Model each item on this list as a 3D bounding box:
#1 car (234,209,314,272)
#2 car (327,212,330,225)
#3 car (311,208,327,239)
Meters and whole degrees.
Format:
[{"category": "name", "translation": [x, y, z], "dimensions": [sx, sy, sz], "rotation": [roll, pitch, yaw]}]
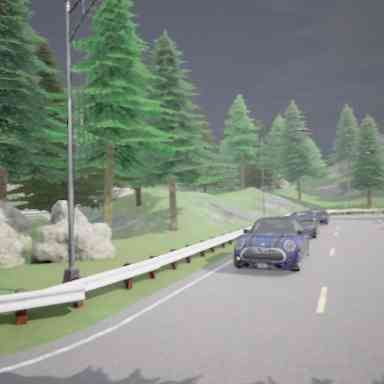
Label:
[{"category": "car", "translation": [3.092, 1.721, 12.344], "dimensions": [2.097, 1.767, 4.553], "rotation": [-2, -2, 25]}, {"category": "car", "translation": [11.168, 2.169, 29.679], "dimensions": [1.994, 1.385, 4.181], "rotation": [-2, -2, 26]}, {"category": "car", "translation": [6.882, 1.974, 20.597], "dimensions": [2.128, 1.511, 4.902], "rotation": [-2, -2, 25]}]
